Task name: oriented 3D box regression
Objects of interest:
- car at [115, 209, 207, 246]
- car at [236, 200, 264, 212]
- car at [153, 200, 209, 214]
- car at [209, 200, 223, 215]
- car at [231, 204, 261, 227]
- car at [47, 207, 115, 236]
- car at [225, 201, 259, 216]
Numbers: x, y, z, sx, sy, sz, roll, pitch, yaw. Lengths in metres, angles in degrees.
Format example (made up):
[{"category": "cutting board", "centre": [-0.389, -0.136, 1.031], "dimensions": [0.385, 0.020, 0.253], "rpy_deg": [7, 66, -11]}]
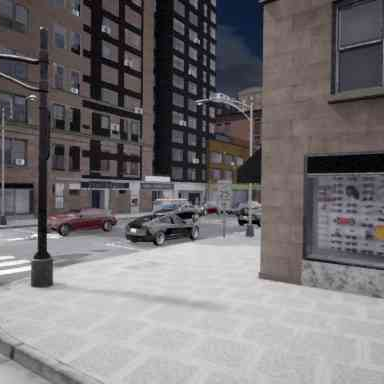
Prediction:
[{"category": "car", "centre": [-1.378, 1.764, 16.456], "dimensions": [1.947, 1.339, 4.313], "rpy_deg": [0, 0, 36]}, {"category": "car", "centre": [7.646, 1.823, 43.608], "dimensions": [1.752, 1.417, 4.829], "rpy_deg": [0, 0, 36]}, {"category": "car", "centre": [-1.061, 1.673, 27.089], "dimensions": [2.128, 1.511, 4.902], "rpy_deg": [1, 0, 35]}, {"category": "car", "centre": [1.329, 1.645, 34.821], "dimensions": [1.967, 1.590, 4.097], "rpy_deg": [0, 0, 36]}, {"category": "car", "centre": [5.040, 1.850, 25.381], "dimensions": [1.947, 1.339, 4.313], "rpy_deg": [0, 0, 36]}, {"category": "car", "centre": [-6.521, 1.634, 19.493], "dimensions": [1.812, 1.442, 4.674], "rpy_deg": [1, 0, 37]}, {"category": "car", "centre": [5.034, 1.813, 35.555], "dimensions": [2.033, 1.411, 5.357], "rpy_deg": [1, 0, 36]}]
